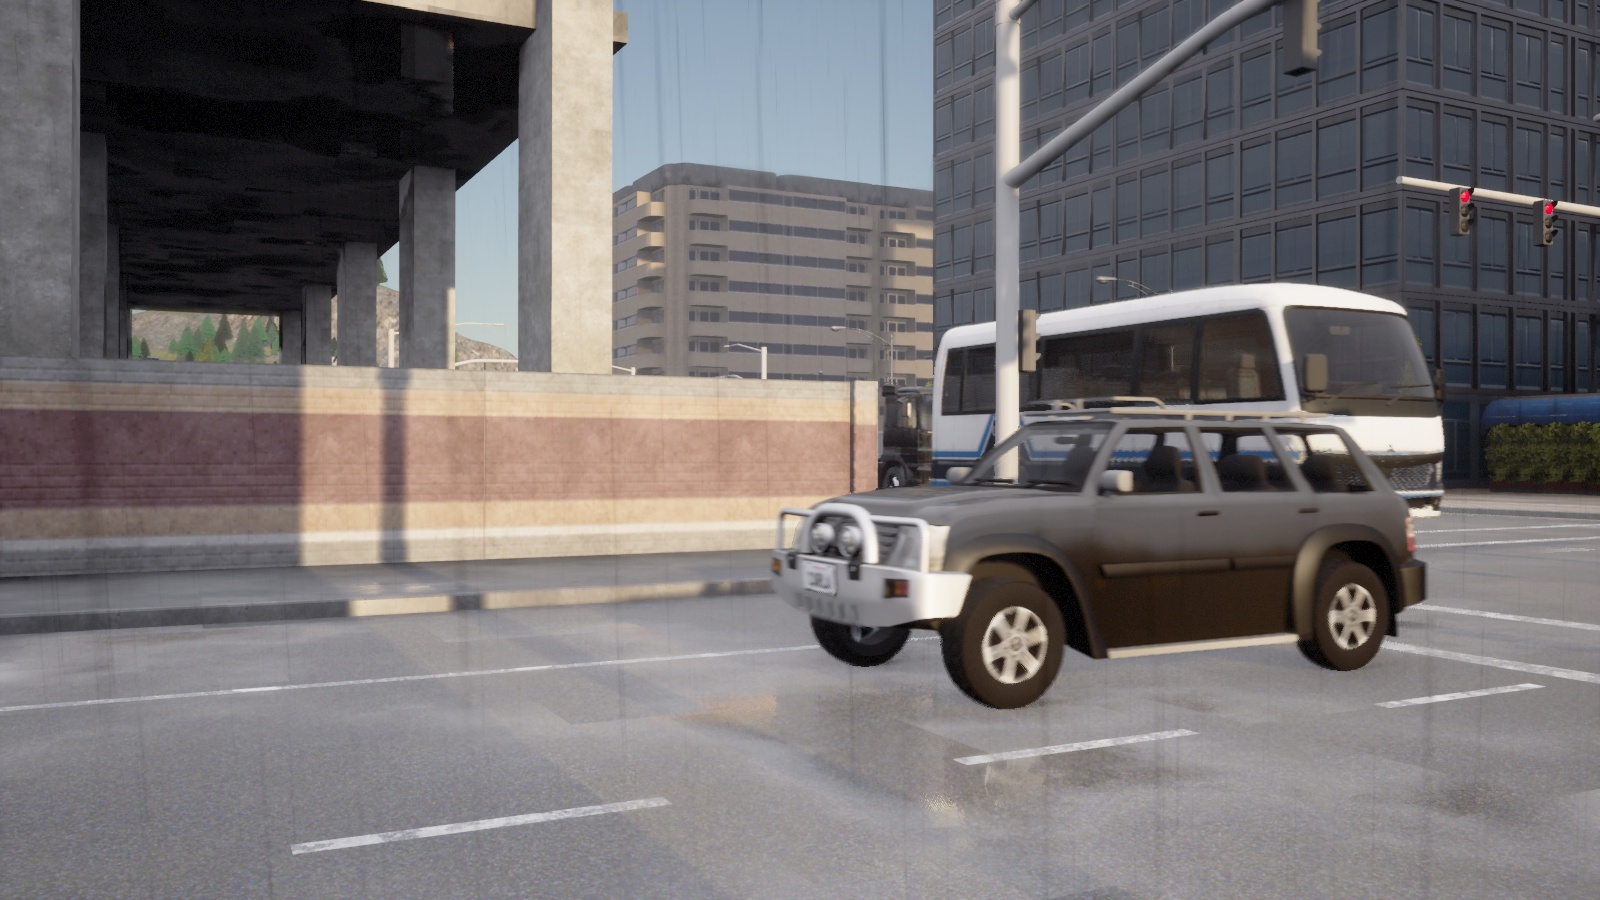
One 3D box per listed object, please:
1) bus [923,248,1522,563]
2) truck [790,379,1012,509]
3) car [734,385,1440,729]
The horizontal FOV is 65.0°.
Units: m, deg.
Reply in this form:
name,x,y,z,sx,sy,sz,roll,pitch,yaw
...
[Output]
name,x,y,z,sx,sy,sz,roll,pitch,yaw
bus,6.678,-0.591,22.433,3.944,4.253,10.273,0,0,-27
truck,2.771,-0.151,37.629,2.891,3.462,7.936,0,0,-27
car,2.044,0.578,8.688,4.605,1.855,1.932,0,0,-27
